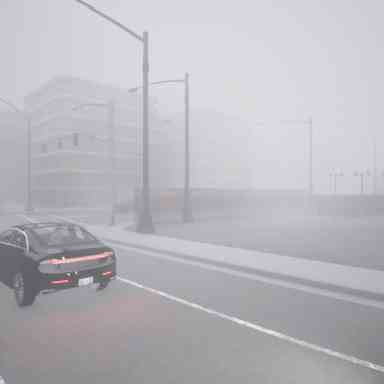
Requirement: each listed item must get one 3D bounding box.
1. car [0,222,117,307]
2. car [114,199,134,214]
[{"bbox_3d":[-3.683,1.492,8.121,2.128,1.511,4.902,0,0,-43],"label":"car"},{"bbox_3d":[-6.356,1.491,34.936,4.902,1.511,2.128,0,0,-44],"label":"car"}]
